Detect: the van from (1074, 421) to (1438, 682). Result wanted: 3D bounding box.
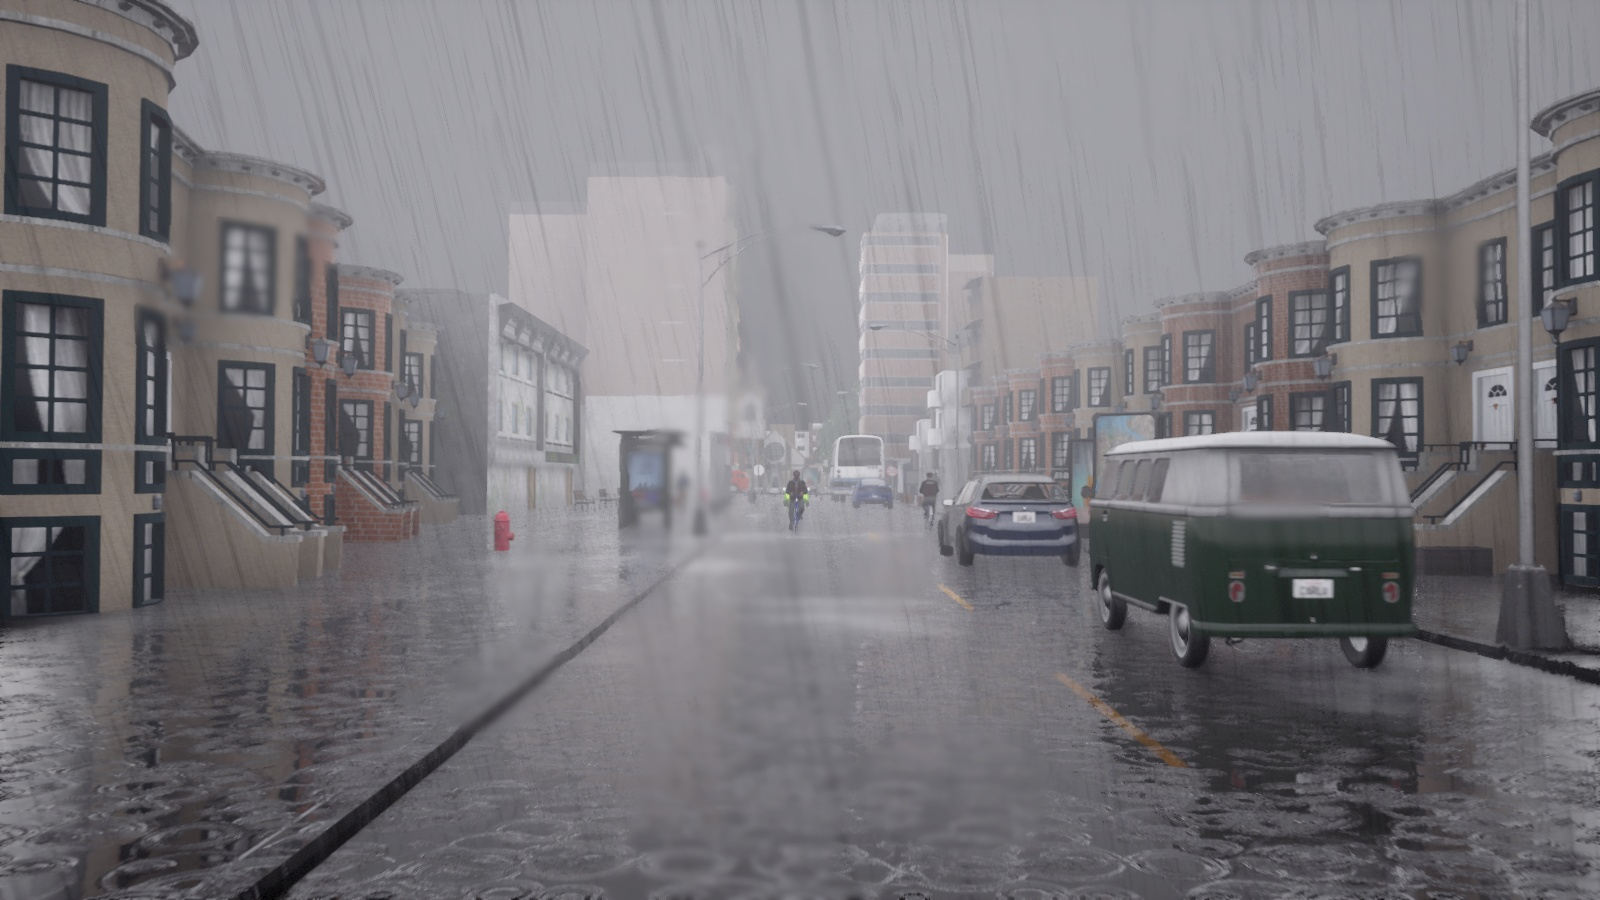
[{"bbox_3d":[3.970,0.820,11.823,1.775,1.987,4.442,0,-1,0],"label":"van"}]

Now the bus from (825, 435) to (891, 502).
[{"bbox_3d":[3.750,1.280,84.195,3.944,4.253,10.273,0,-1,0],"label":"bus"}]

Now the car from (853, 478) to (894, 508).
[{"bbox_3d":[3.829,2.239,66.178,1.882,1.535,5.008,0,-1,0],"label":"car"}]

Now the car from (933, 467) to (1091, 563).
[{"bbox_3d":[3.940,1.183,24.196,2.242,1.667,4.611,0,-1,0],"label":"car"}]

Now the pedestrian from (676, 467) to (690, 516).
[{"bbox_3d":[-4.735,1.669,50.869,0.423,1.949,0.788,0,-1,5],"label":"pedestrian"}]
